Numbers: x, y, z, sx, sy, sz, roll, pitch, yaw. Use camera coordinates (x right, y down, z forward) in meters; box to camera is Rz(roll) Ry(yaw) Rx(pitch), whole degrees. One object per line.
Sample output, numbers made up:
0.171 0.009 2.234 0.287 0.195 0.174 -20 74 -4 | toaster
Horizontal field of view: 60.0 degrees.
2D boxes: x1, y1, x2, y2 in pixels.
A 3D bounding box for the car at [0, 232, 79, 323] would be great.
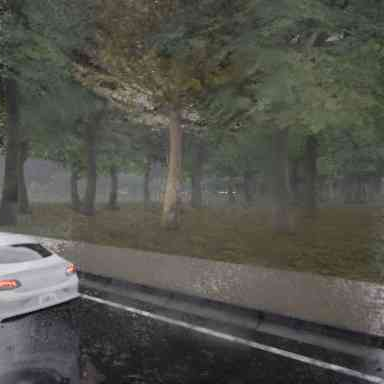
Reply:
-4.189 1.543 6.668 4.674 1.442 1.812 0 0 35 | car
